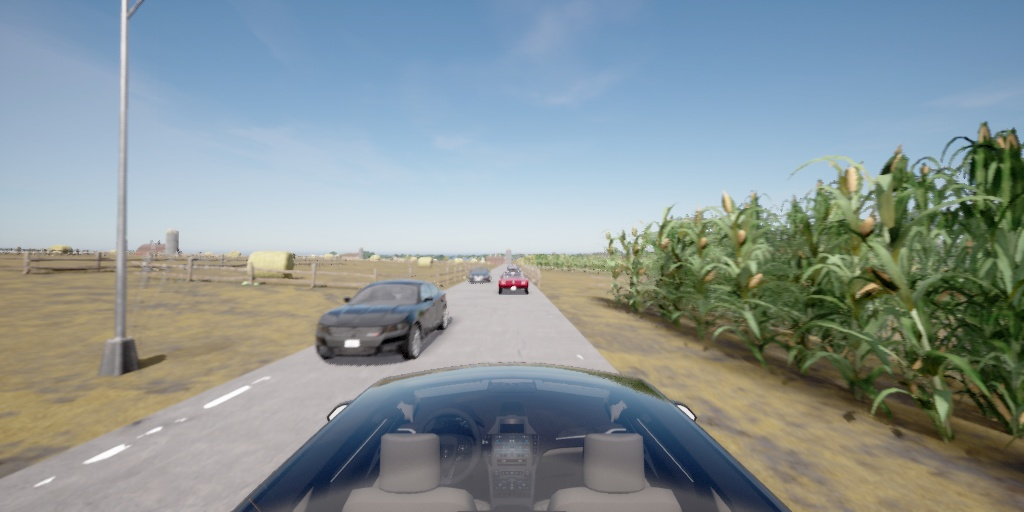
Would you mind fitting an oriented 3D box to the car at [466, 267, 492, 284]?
[{"bbox_3d":[-2.858,1.742,32.794,1.812,1.442,4.674,0,-1,0],"label":"car"}]

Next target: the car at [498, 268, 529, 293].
[{"bbox_3d":[0.086,1.671,23.648,1.895,1.301,4.718,0,-1,0],"label":"car"}]

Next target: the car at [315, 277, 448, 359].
[{"bbox_3d":[-2.846,1.327,8.881,1.882,1.535,5.008,0,-1,0],"label":"car"}]

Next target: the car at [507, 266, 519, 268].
[{"bbox_3d":[0.086,1.851,41.468,2.128,1.511,4.902,0,-1,0],"label":"car"}]
